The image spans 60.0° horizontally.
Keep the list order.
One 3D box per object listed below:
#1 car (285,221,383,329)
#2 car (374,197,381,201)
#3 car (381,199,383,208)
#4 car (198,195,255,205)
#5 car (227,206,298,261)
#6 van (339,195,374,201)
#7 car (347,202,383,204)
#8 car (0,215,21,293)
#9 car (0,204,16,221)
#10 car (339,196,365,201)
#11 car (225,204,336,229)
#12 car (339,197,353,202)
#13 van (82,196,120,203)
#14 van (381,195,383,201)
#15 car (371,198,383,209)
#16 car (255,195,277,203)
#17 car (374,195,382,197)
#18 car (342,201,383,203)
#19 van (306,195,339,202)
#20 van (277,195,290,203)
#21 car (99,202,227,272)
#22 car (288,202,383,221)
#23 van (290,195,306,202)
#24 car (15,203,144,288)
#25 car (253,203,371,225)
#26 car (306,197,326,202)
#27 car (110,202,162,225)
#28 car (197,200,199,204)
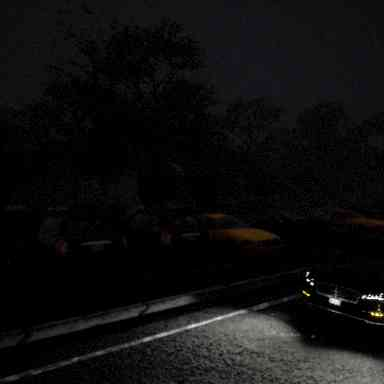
[{"bbox_3d":[4.260,1.506,6.725,4.892,1.490,1.837,0,0,-36],"label":"car"},{"bbox_3d":[22.879,1.709,44.489,2.163,1.488,4.792,1,0,-35],"label":"car"},{"bbox_3d":[31.892,1.851,50.930,2.002,1.452,4.674,1,0,-35],"label":"car"},{"bbox_3d":[2.569,1.286,30.048,2.435,2.045,5.566,0,0,-35],"label":"car"},{"bbox_3d":[1.114,1.500,12.772,1.946,1.575,5.366,0,0,-35],"label":"car"},{"bbox_3d":[20.438,1.421,42.932,1.878,1.987,4.442,1,0,-35],"label":"van"},{"bbox_3d":[10.074,1.568,19.334,2.163,1.488,4.792,0,0,-35],"label":"car"},{"bbox_3d":[-5.778,1.476,8.092,2.097,1.535,5.008,0,0,-35],"label":"car"},{"bbox_3d":[-10.992,1.484,20.434,2.097,1.535,5.008,0,0,-35],"label":"car"},{"bbox_3d":[18.229,1.649,41.253,2.163,1.488,4.792,1,0,-35],"label":"car"},{"bbox_3d":[3.273,1.513,14.526,2.231,1.521,4.892,0,0,-35],"label":"car"},{"bbox_3d":[16.078,1.629,39.724,2.163,1.488,4.792,0,0,-35],"label":"car"},{"bbox_3d":[-6.649,1.275,23.672,1.878,1.987,4.442,0,0,-35],"label":"van"},{"bbox_3d":[16.777,1.340,24.280,1.878,1.987,4.442,0,0,-35],"label":"van"},{"bbox_3d":[29.741,1.775,49.176,1.946,1.575,5.366,1,0,-35],"label":"car"},{"bbox_3d":[4.826,1.295,31.653,2.435,2.045,5.566,0,0,-35],"label":"car"},{"bbox_3d":[25.105,1.461,46.142,2.435,2.045,5.566,1,0,-35],"label":"car"},{"bbox_3d":[12.336,1.577,20.943,2.163,1.488,4.792,0,0,-35],"label":"car"},{"bbox_3d":[13.916,1.359,38.018,1.878,1.987,4.442,0,0,-36],"label":"van"},{"bbox_3d":[7.135,1.329,33.186,1.878,1.987,4.442,0,0,-35],"label":"van"},{"bbox_3d":[-1.237,1.368,11.289,2.185,1.767,4.553,0,0,-35],"label":"car"},{"bbox_3d":[7.902,1.527,17.598,1.946,1.575,5.366,0,0,-35],"label":"car"},{"bbox_3d":[9.257,1.338,34.981,1.878,1.987,4.442,0,0,-35],"label":"van"},{"bbox_3d":[-3.500,1.359,9.680,2.185,1.767,4.553,0,0,-35],"label":"car"},{"bbox_3d":[5.528,1.522,16.146,2.231,1.521,4.892,0,0,-35],"label":"car"},{"bbox_3d":[11.579,1.573,36.495,2.097,1.535,5.008,0,0,-35],"label":"car"},{"bbox_3d":[-4.325,1.550,25.184,2.002,1.452,4.674,0,0,-35],"label":"car"},{"bbox_3d":[-1.961,1.519,26.855,2.097,1.535,5.008,0,0,-35],"label":"car"}]
